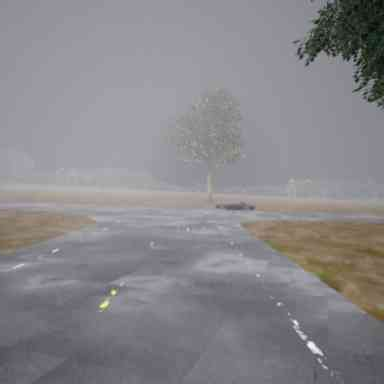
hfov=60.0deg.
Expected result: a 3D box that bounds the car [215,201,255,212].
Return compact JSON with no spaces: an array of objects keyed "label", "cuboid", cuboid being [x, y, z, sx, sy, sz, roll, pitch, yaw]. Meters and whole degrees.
[{"label":"car","cuboid":[5.056,1.707,39.608,4.718,1.301,1.895,2,0,1]}]
